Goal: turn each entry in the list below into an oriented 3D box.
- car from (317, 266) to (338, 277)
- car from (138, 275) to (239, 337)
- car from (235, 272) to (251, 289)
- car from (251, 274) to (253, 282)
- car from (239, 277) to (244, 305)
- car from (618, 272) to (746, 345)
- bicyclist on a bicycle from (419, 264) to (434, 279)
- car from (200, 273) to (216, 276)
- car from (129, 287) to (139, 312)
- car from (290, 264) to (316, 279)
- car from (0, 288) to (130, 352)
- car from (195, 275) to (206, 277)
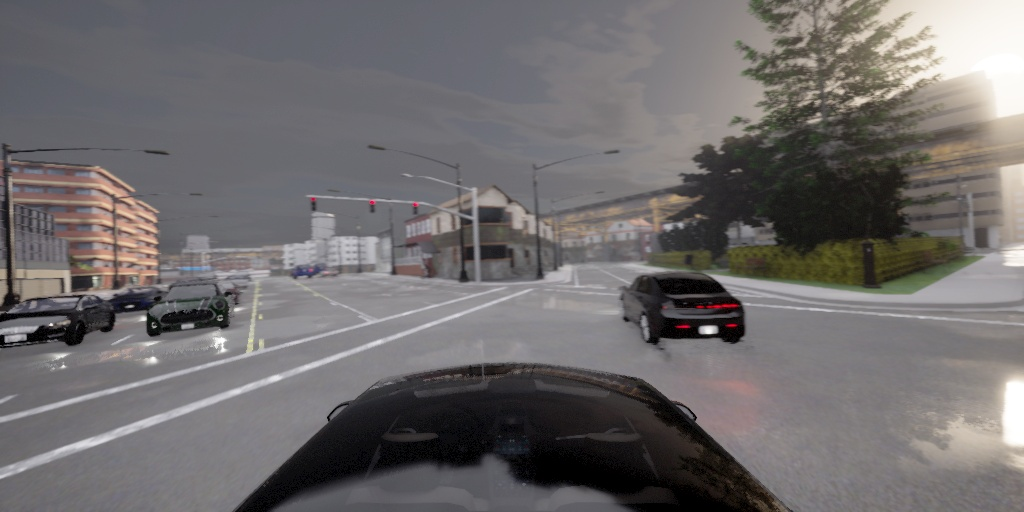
[{"bbox_3d":[-28.077,2.577,54.986,1.895,1.301,4.718,-2,-1,-35],"label":"car"},{"bbox_3d":[-11.927,1.793,13.578,2.097,1.767,4.553,-2,-1,-35],"label":"car"},{"bbox_3d":[-27.204,2.605,35.334,1.895,1.301,4.718,-2,1,-35],"label":"car"},{"bbox_3d":[-35.894,2.819,47.795,1.812,1.442,4.674,-2,0,-35],"label":"car"},{"bbox_3d":[-17.781,2.274,21.918,1.812,1.442,4.674,-3,0,-35],"label":"car"},{"bbox_3d":[3.944,1.139,9.068,1.837,1.490,4.892,-3,-1,7],"label":"car"},{"bbox_3d":[-9.095,1.645,38.205,1.656,1.620,0.582,-3,1,-35],"label":"bicyclist on a bicycle"},{"bbox_3d":[-38.123,2.858,44.853,1.882,1.535,5.008,-2,0,-35],"label":"car"},{"bbox_3d":[-20.661,2.434,19.936,1.994,1.385,4.181,-2,0,-35],"label":"car"},{"bbox_3d":[-30.714,2.305,52.632,2.150,2.045,5.566,-2,0,-35],"label":"car"},{"bbox_3d":[-14.947,2.064,11.791,2.128,1.511,4.902,-3,-1,-35],"label":"car"},{"bbox_3d":[-29.496,2.716,32.509,1.895,1.301,4.718,-2,1,-35],"label":"car"}]
